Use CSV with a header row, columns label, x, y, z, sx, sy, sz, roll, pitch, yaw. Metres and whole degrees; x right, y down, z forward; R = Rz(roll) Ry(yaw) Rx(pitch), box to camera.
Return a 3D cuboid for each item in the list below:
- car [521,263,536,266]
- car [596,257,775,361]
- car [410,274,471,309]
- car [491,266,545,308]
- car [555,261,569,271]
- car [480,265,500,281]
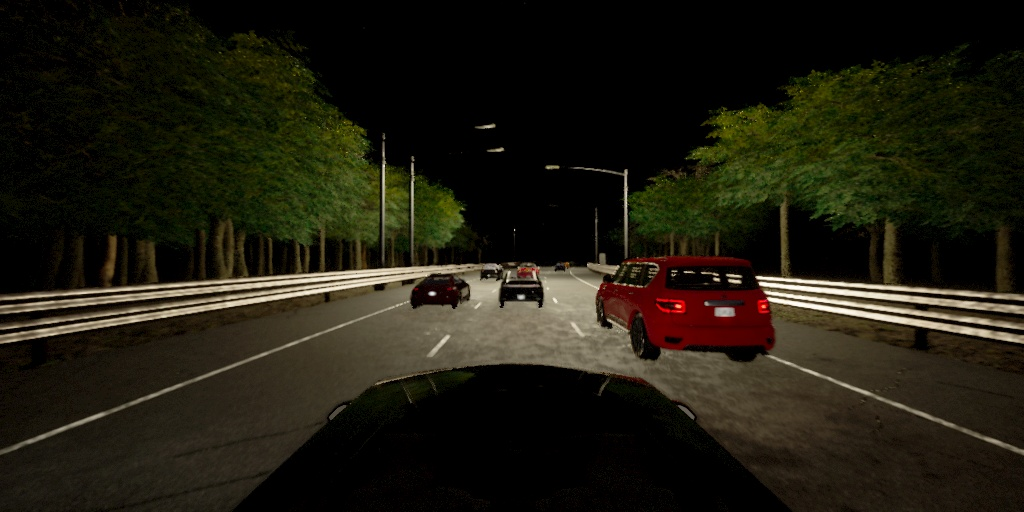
label,x,y,z,sx,sy,sz,roll,pitch,yaw
car,1.644,1.483,35.166,2.097,1.767,4.553,0,-1,5
car,3.589,1.052,8.629,2.150,2.045,5.566,0,-1,1
car,-3.058,1.475,16.083,1.994,1.385,4.181,0,-1,2
car,0.450,1.408,16.332,2.128,1.511,4.902,0,-1,2
car,8.727,2.001,64.772,2.033,1.411,5.357,0,-1,9
car,-1.889,1.618,34.961,2.128,1.511,4.902,0,-1,5
